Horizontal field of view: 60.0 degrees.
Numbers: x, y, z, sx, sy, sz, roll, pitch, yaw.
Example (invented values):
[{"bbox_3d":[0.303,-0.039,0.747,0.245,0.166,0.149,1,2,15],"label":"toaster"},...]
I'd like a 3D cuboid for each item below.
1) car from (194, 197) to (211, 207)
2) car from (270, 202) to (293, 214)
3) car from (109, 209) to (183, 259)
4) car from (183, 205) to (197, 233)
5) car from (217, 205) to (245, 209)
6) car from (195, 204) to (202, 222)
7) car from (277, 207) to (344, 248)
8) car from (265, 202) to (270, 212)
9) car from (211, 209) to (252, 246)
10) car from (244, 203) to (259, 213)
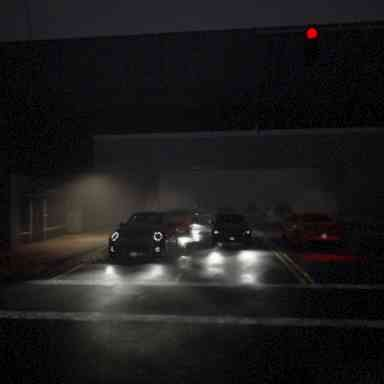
[{"bbox_3d":[1.633,1.754,50.287,2.150,2.045,5.566,-1,-1,5],"label":"car"},{"bbox_3d":[11.541,2.093,42.234,1.882,1.535,5.008,-1,-1,5],"label":"car"},{"bbox_3d":[-1.830,1.625,13.845,2.097,1.767,4.553,-1,-1,5],"label":"car"},{"bbox_3d":[-0.987,1.901,22.934,1.882,1.535,5.008,-1,-1,5],"label":"car"},{"bbox_3d":[2.858,1.987,26.455,2.033,1.411,5.357,-1,-1,6],"label":"car"},{"bbox_3d":[-0.069,2.187,32.802,1.895,1.301,4.718,-1,-1,5],"label":"car"},{"bbox_3d":[5.644,1.702,16.106,1.882,1.535,5.008,-1,-1,5],"label":"car"},{"bbox_3d":[12.512,2.327,52.177,2.033,1.411,5.357,-1,-1,7],"label":"car"},{"bbox_3d":[1.972,1.808,16.916,1.812,1.442,4.674,-1,-1,5],"label":"car"},{"bbox_3d":[8.553,2.278,47.996,1.812,1.442,4.674,-1,-1,5],"label":"car"}]
